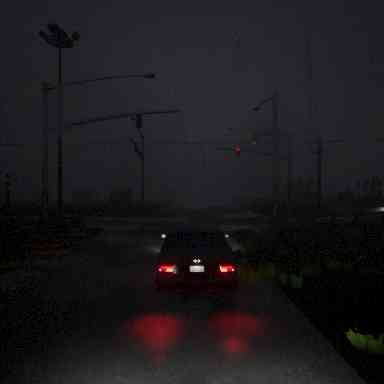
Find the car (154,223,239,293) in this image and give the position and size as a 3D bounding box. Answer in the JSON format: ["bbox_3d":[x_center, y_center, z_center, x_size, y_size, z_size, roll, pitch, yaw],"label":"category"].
[{"bbox_3d":[0.090,1.547,8.996,2.033,1.411,5.357,0,0,0],"label":"car"}]
